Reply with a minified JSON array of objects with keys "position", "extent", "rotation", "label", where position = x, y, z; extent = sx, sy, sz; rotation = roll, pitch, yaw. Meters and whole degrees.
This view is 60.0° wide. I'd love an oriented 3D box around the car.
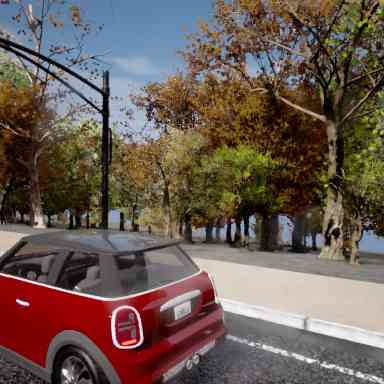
[{"position":[-1.832,1.351,4.992],"extent":[4.553,1.767,2.097],"rotation":[0,0,36],"label":"car"}]
